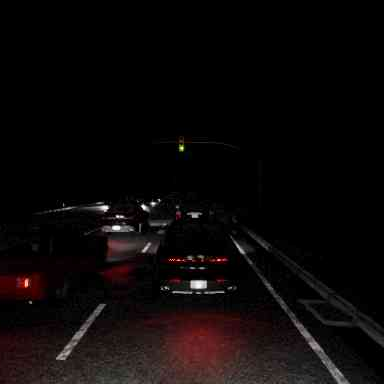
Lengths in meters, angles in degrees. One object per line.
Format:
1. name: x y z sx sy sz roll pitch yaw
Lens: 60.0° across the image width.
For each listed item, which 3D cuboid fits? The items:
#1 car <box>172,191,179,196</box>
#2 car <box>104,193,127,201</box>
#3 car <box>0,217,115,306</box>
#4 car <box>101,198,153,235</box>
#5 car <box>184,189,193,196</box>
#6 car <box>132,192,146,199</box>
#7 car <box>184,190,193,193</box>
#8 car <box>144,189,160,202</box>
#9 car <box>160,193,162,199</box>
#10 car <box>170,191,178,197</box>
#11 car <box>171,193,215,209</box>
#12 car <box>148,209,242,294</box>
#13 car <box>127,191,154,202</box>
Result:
1. car: -4.332 0.367 85.264 1.812 1.442 4.674 0 1 -3
2. car: -10.507 1.048 45.046 1.895 1.301 4.718 0 1 0
3. car: -3.381 1.521 7.803 1.895 1.301 4.718 0 1 0
4. car: -3.358 1.306 17.228 1.837 1.490 4.892 0 1 0
5. car: -0.835 0.196 85.423 2.097 1.767 4.553 0 1 -3
6. car: -10.652 0.713 67.172 2.033 1.411 5.357 0 1 -1
7. car: -0.371 0.586 75.310 1.812 1.442 4.674 0 1 -2
8. car: -7.053 0.537 55.381 2.150 2.045 5.566 0 1 0
9. car: -7.173 0.699 68.259 2.033 1.411 5.357 0 1 -1
10. car: -3.870 0.579 75.220 1.812 1.442 4.674 0 1 -2
11. car: 0.176 1.142 17.977 2.097 1.767 4.553 0 1 1
12. car: 0.121 1.416 8.526 1.837 1.490 4.892 0 1 0
13. car: -6.997 0.932 45.526 2.128 1.511 4.902 0 1 1
